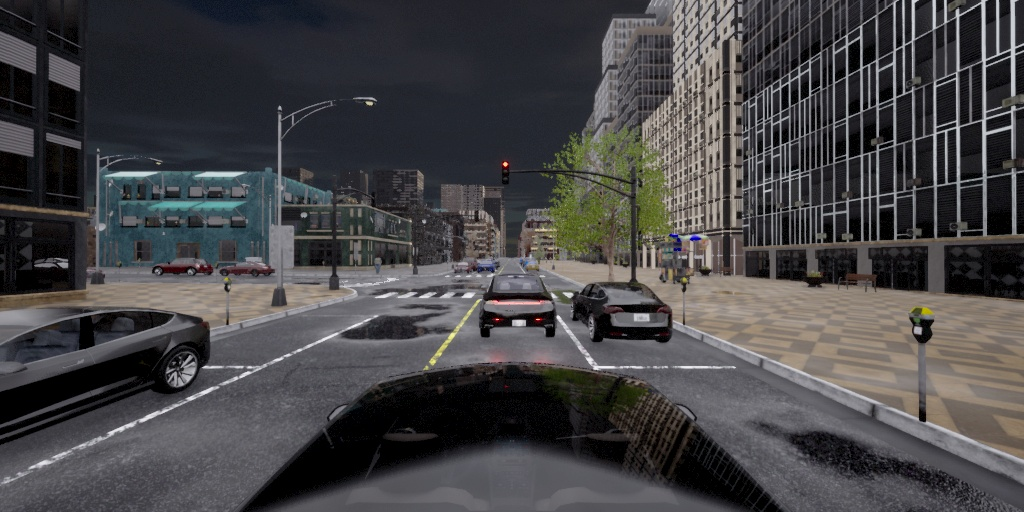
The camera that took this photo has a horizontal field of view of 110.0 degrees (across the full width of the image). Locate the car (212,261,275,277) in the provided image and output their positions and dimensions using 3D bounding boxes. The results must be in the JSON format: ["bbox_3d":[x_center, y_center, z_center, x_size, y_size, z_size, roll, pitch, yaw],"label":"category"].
[{"bbox_3d":[-22.809,1.091,30.936,4.207,1.307,1.802,0,0,-1],"label":"car"}]

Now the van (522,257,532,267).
[{"bbox_3d":[2.713,1.096,53.116,1.690,1.789,3.998,0,0,0],"label":"van"}]

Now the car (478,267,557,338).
[{"bbox_3d":[0.114,1.242,10.207,2.128,1.511,4.902,0,0,-1],"label":"car"}]

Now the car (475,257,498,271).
[{"bbox_3d":[-3.083,1.232,43.687,1.882,1.535,5.008,0,0,0],"label":"car"}]

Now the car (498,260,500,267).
[{"bbox_3d":[-3.057,1.320,53.538,1.994,1.385,4.181,0,0,1],"label":"car"}]

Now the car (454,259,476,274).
[{"bbox_3d":[-5.673,1.336,42.015,1.802,1.307,4.207,0,0,0],"label":"car"}]

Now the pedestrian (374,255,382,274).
[{"bbox_3d":[-12.736,0.790,34.023,0.375,1.860,0.375,0,-1,-1],"label":"pedestrian"}]

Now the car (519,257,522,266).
[{"bbox_3d":[2.717,1.308,64.218,2.007,1.370,4.403,0,0,0],"label":"car"}]

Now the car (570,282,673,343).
[{"bbox_3d":[2.694,1.316,9.536,1.948,1.339,4.313,0,0,0],"label":"car"}]

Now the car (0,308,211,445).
[{"bbox_3d":[-5.689,1.316,4.000,1.948,1.339,4.313,0,0,0],"label":"car"}]

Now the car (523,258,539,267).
[{"bbox_3d":[2.710,1.280,47.735,1.751,1.417,4.829,0,0,0],"label":"car"}]

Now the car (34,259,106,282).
[{"bbox_3d":[-28.242,0.981,22.481,4.207,1.307,1.802,0,0,-1],"label":"car"}]

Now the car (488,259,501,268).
[{"bbox_3d":[-3.034,1.305,63.986,2.033,1.411,5.357,0,0,1],"label":"car"}]

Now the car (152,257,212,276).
[{"bbox_3d":[-28.357,0.880,30.860,4.097,1.591,1.967,0,0,-1],"label":"car"}]

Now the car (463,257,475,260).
[{"bbox_3d":[-5.670,1.069,47.566,2.192,1.841,5.009,0,0,0],"label":"car"}]
